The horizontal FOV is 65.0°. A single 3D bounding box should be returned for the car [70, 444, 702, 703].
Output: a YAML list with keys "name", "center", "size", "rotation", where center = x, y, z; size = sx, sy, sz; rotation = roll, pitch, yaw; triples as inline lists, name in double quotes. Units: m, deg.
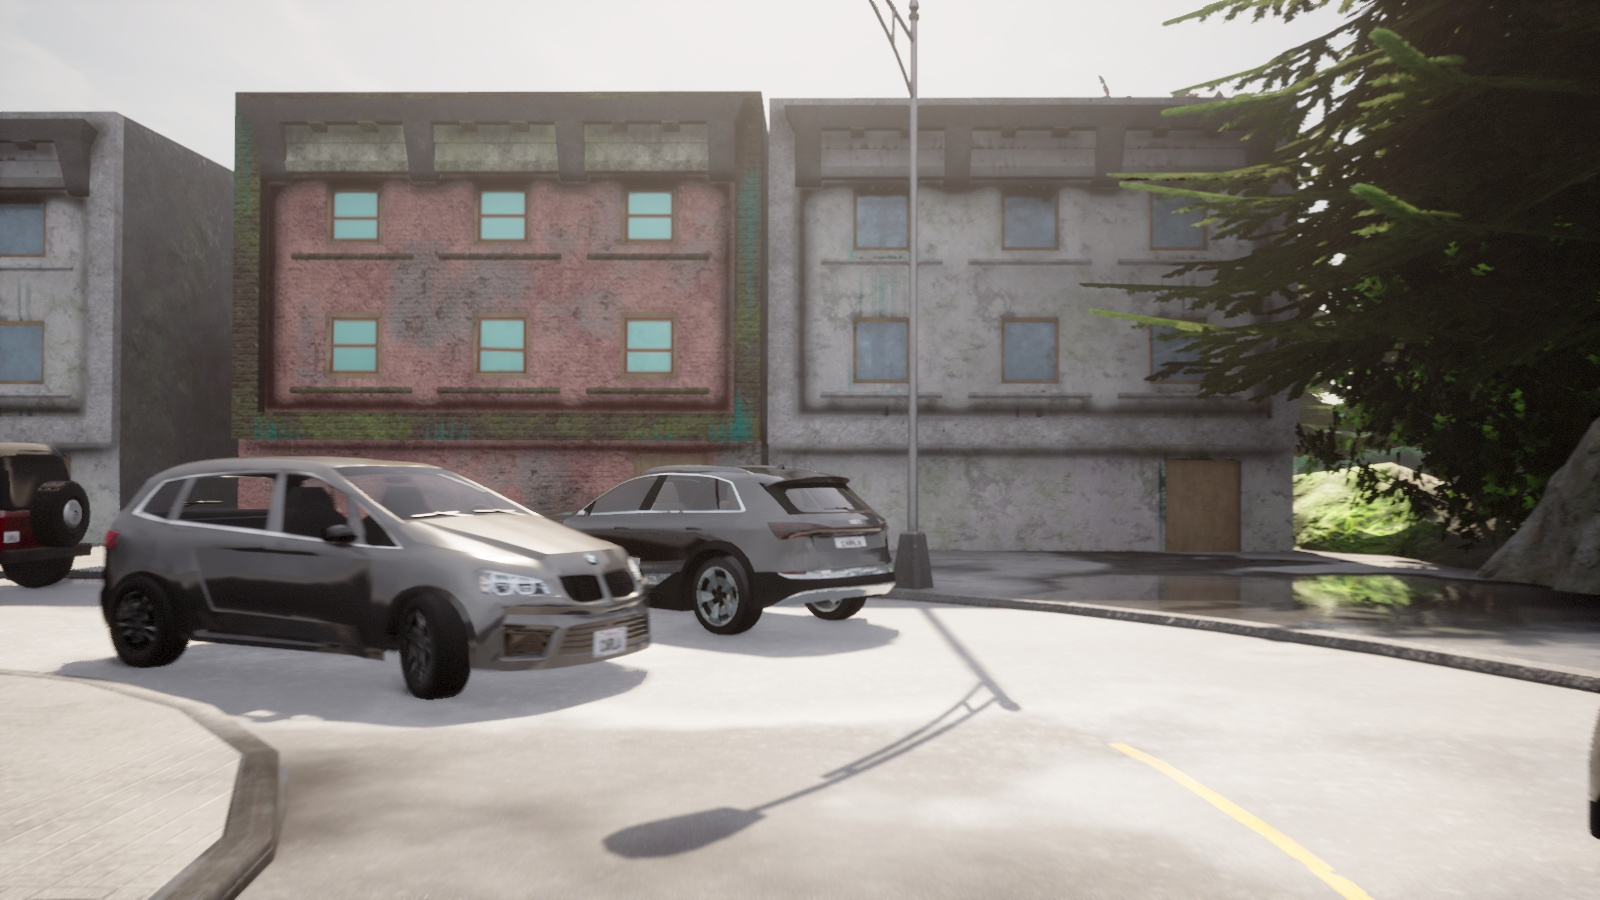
- name: "car"
  center: [-3.350, 0.844, 10.152]
  size: [4.611, 1.667, 2.242]
  rotation: [-1, -1, 27]

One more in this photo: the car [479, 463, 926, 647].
- name: "car"
  center: [-1.210, 0.981, 13.648]
  size: [4.856, 1.649, 2.033]
  rotation: [-1, -1, 41]

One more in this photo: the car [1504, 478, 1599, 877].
- name: "car"
  center: [3.985, 0.821, 3.377]
  size: [1.970, 1.475, 3.806]
  rotation: [0, -1, -1]

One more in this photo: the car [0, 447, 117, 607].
- name: "car"
  center: [-11.017, 0.920, 15.747]
  size: [3.866, 1.878, 1.905]
  rotation: [0, -1, 2]
